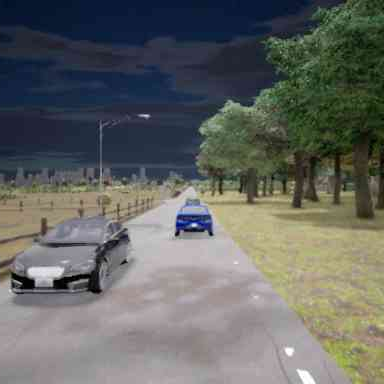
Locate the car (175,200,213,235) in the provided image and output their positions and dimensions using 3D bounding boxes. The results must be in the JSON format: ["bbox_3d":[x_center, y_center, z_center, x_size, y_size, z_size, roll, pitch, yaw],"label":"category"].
[{"bbox_3d":[0.105,1.414,18.253,1.882,1.535,5.008,0,0,0],"label":"car"}]

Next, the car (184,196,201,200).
[{"bbox_3d":[0.111,1.279,41.634,2.128,1.511,4.902,0,0,0],"label":"car"}]

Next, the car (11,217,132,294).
[{"bbox_3d":[-2.848,1.467,8.852,2.128,1.511,4.902,0,0,0],"label":"car"}]
